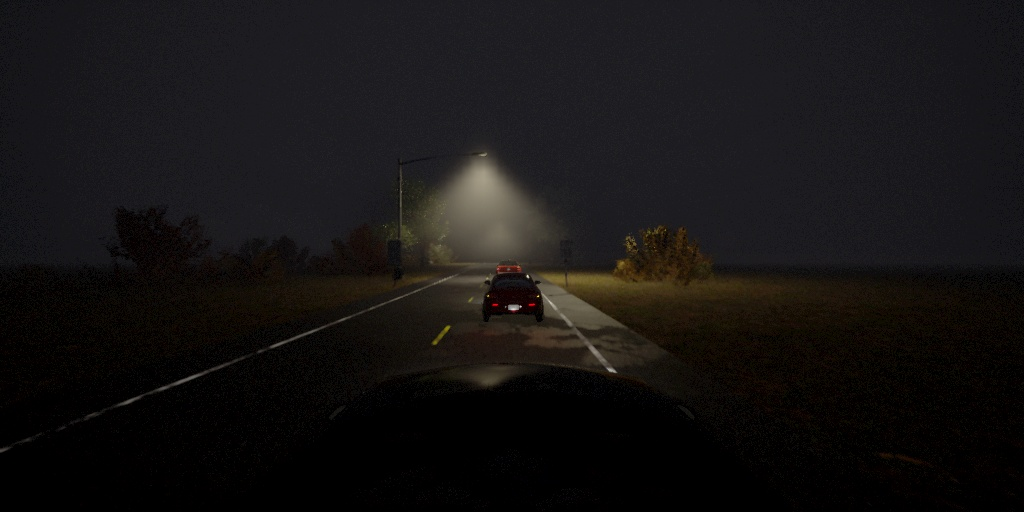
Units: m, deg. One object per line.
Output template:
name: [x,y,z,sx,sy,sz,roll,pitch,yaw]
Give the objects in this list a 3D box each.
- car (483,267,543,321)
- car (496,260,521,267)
car: [0.020,1.272,12.343,1.812,1.442,4.674,0,0,-1]
car: [-0.295,1.084,30.828,2.097,1.767,4.553,0,0,-1]
